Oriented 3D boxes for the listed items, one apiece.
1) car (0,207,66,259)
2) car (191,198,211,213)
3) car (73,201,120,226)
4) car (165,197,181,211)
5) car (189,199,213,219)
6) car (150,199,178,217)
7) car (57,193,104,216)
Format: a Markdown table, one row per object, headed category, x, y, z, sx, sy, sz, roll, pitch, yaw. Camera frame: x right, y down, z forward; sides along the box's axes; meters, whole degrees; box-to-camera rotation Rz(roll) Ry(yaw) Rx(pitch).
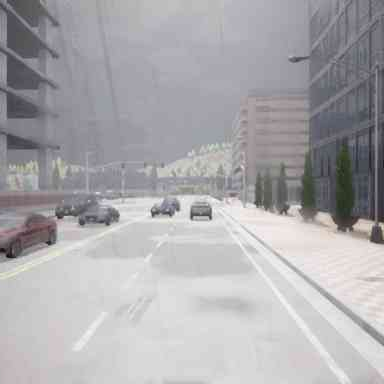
| category | x | y | z | sx | sy | sz | roll | pitch | yaw |
| --- | --- | --- | --- | --- | --- | --- | --- | --- | --- |
| car | -6.810 | 1.542 | 12.847 | 1.812 | 1.442 | 4.674 | 0 | 0 | 1 |
| car | 1.018 | 1.539 | 38.484 | 2.128 | 1.511 | 4.902 | 0 | 0 | 1 |
| car | -6.450 | 1.597 | 23.512 | 1.994 | 1.385 | 4.181 | 0 | 0 | 1 |
| car | -2.532 | 1.402 | 40.592 | 2.097 | 1.767 | 4.553 | 0 | 0 | 1 |
| car | 0.788 | 1.528 | 29.076 | 2.128 | 1.511 | 4.902 | 0 | 0 | 1 |
| car | -2.696 | 1.640 | 31.608 | 1.895 | 1.301 | 4.718 | 0 | 0 | 2 |
| car | -9.871 | 1.257 | 29.175 | 2.150 | 2.045 | 5.566 | 0 | 0 | 2 |
